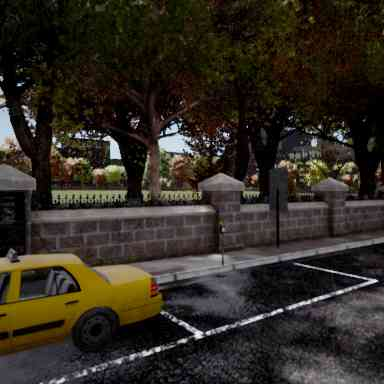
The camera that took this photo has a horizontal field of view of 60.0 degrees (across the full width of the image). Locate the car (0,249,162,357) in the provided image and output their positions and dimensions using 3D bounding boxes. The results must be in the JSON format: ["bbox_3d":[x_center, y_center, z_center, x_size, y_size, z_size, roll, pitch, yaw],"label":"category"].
[{"bbox_3d":[-2.768,1.525,4.585,4.829,1.417,1.752,0,0,-35],"label":"car"}]
